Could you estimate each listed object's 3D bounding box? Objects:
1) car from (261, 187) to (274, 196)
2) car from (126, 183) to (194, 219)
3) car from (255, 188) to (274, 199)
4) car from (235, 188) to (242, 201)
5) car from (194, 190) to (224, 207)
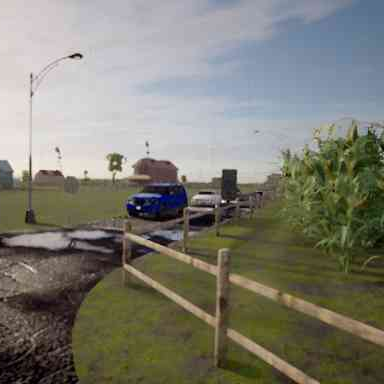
[{"bbox_3d":[13.058,-0.054,57.471,1.994,1.385,4.181,2,2,16],"label":"car"},{"bbox_3d":[-2.060,0.475,21.450,2.150,2.045,5.566,3,2,21],"label":"car"},{"bbox_3d":[10.223,0.131,48.014,2.128,1.511,4.902,2,2,18],"label":"car"},{"bbox_3d":[4.978,0.232,41.219,1.837,1.490,4.892,2,3,19],"label":"car"},{"bbox_3d":[1.396,0.529,30.865,1.812,1.442,4.674,2,2,19],"label":"car"}]
